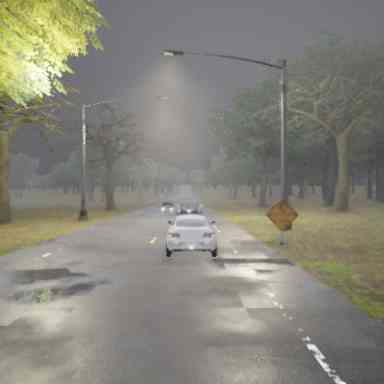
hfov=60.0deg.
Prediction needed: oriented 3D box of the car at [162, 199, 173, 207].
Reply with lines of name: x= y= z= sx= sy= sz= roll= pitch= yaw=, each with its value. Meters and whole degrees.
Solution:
car: x=-4.210 y=1.939 z=57.960 sx=1.895 sy=1.301 sz=4.718 roll=0 pitch=0 yaw=0

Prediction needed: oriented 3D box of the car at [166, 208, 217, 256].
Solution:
car: x=-0.021 y=1.580 z=13.235 sx=1.812 sy=1.442 sz=4.674 roll=0 pitch=0 yaw=0

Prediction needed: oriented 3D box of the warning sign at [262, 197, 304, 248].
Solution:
warning sign: x=3.502 y=1.168 z=12.973 sx=1.300 sy=1.860 sz=1.060 roll=1 pitch=1 yaw=-1

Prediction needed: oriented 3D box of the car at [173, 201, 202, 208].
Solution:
car: x=-0.215 y=1.498 z=27.458 sx=2.097 sy=1.767 sz=4.553 roll=0 pitch=0 yaw=0
